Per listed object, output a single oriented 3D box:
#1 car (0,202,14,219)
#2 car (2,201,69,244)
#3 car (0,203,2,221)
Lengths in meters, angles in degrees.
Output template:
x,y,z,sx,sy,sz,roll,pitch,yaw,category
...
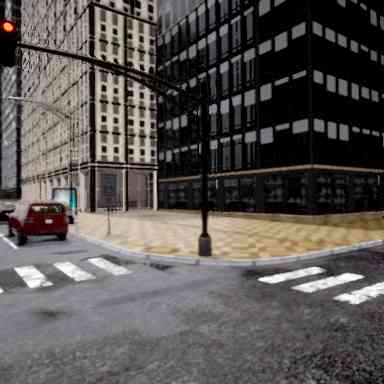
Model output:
x,y,z,sx,sy,sz,roll,pitch,yaw,category
-17.210,1.603,29.496,1.947,1.339,4.313,1,-1,-36,car
-7.449,1.336,16.015,2.192,1.841,5.009,1,-1,-36,car
-13.957,1.598,25.001,1.947,1.339,4.313,1,-1,-36,car
